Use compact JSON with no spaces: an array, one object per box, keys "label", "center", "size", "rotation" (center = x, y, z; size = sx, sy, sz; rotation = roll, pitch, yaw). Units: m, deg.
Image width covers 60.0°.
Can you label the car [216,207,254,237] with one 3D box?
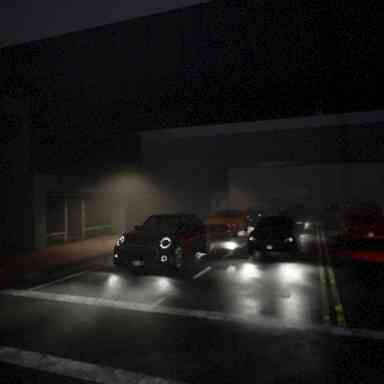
[{"label":"car","center":[2.274,1.809,20.682],"size":[1.882,1.535,5.008],"rotation":[-1,-1,20]}]

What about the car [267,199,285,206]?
[{"label":"car","center":[11.877,1.942,46.420],"size":[2.150,2.045,5.566],"rotation":[-1,-1,20]}]

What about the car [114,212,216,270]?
[{"label":"car","center":[-0.890,1.580,12.118],"size":[2.097,1.767,4.553],"rotation":[-1,-1,20]}]

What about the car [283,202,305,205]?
[{"label":"car","center":[10.368,1.901,32.473],"size":[1.882,1.535,5.008],"rotation":[-1,-1,20]}]

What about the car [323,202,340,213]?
[{"label":"car","center":[18.519,2.034,43.917],"size":[1.812,1.442,4.674],"rotation":[-1,-1,20]}]

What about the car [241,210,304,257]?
[{"label":"car","center":[3.576,1.727,14.103],"size":[1.812,1.442,4.674],"rotation":[-1,-1,20]}]

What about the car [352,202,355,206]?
[{"label":"car","center":[23.207,2.032,46.211],"size":[2.033,1.411,5.357],"rotation":[-1,-1,23]}]

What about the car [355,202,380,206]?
[{"label":"car","center":[19.466,1.844,36.367],"size":[1.882,1.535,5.008],"rotation":[-1,-1,20]}]

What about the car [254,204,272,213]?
[{"label":"car","center":[5.712,2.045,29.979],"size":[1.895,1.301,4.718],"rotation":[-1,-1,20]}]

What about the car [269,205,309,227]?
[{"label":"car","center":[6.899,1.857,23.090],"size":[2.033,1.411,5.357],"rotation":[-1,-1,21]}]

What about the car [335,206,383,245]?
[{"label":"car","center":[8.291,1.649,16.147],"size":[1.882,1.535,5.008],"rotation":[-1,-1,20]}]
